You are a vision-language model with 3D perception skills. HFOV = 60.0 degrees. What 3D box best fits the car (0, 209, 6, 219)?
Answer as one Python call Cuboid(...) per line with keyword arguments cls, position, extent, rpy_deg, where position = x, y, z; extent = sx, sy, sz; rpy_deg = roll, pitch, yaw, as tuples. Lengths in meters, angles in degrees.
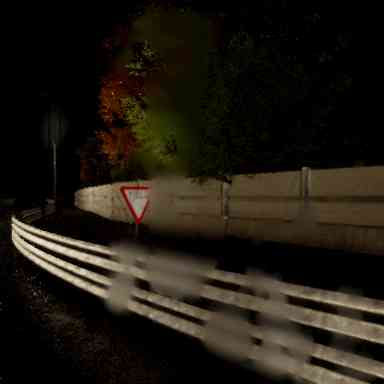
Cuboid(cls="car", position=(-18.422, 1.886, 30.139), extent=(1.895, 1.301, 4.718), rpy_deg=(0, 0, -15))
